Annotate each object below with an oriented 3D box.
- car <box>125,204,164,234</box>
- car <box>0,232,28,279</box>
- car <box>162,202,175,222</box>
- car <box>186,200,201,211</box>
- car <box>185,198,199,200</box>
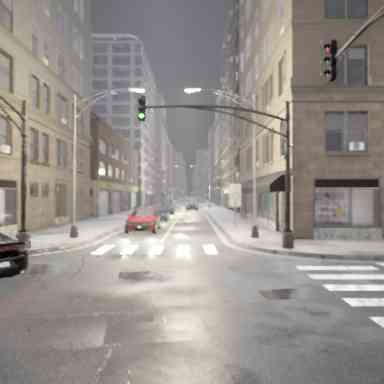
[{"bbox_3d":[-3.099,1.782,21.739,1.882,1.535,5.008,0,-1,-1],"label":"car"},{"bbox_3d":[-6.768,1.605,9.100,5.008,1.535,1.882,0,-2,25],"label":"car"},{"bbox_3d":[-3.070,1.988,31.469,2.033,1.411,5.357,0,-1,0],"label":"car"},{"bbox_3d":[0.064,2.339,52.771,1.895,1.301,4.718,0,-1,0],"label":"car"},{"bbox_3d":[-0.021,2.406,62.863,1.812,1.442,4.674,0,-1,0],"label":"car"}]
